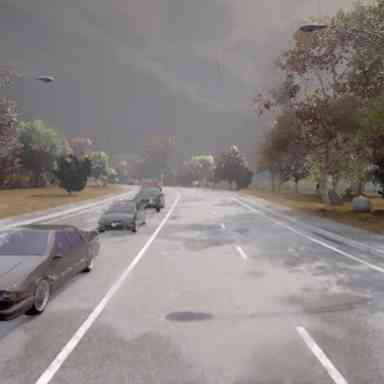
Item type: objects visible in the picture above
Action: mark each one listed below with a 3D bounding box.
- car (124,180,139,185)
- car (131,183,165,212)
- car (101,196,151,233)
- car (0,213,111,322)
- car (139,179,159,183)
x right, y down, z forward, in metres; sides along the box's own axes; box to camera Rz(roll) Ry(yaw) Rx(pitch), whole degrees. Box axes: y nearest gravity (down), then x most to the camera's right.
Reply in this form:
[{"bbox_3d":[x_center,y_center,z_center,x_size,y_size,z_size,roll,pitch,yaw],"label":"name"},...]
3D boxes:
[{"bbox_3d":[-15.808,-2.408,90.759,1.994,1.385,4.181,0,3,-45],"label":"car"},{"bbox_3d":[-3.566,0.509,28.336,2.150,2.045,5.566,0,3,1],"label":"car"},{"bbox_3d":[-3.595,1.211,17.837,1.837,1.490,4.892,0,2,0],"label":"car"},{"bbox_3d":[-3.603,1.484,7.666,2.033,1.411,5.357,0,1,0],"label":"car"},{"bbox_3d":[-11.271,-2.606,90.860,2.150,2.045,5.566,0,3,-40],"label":"car"}]
